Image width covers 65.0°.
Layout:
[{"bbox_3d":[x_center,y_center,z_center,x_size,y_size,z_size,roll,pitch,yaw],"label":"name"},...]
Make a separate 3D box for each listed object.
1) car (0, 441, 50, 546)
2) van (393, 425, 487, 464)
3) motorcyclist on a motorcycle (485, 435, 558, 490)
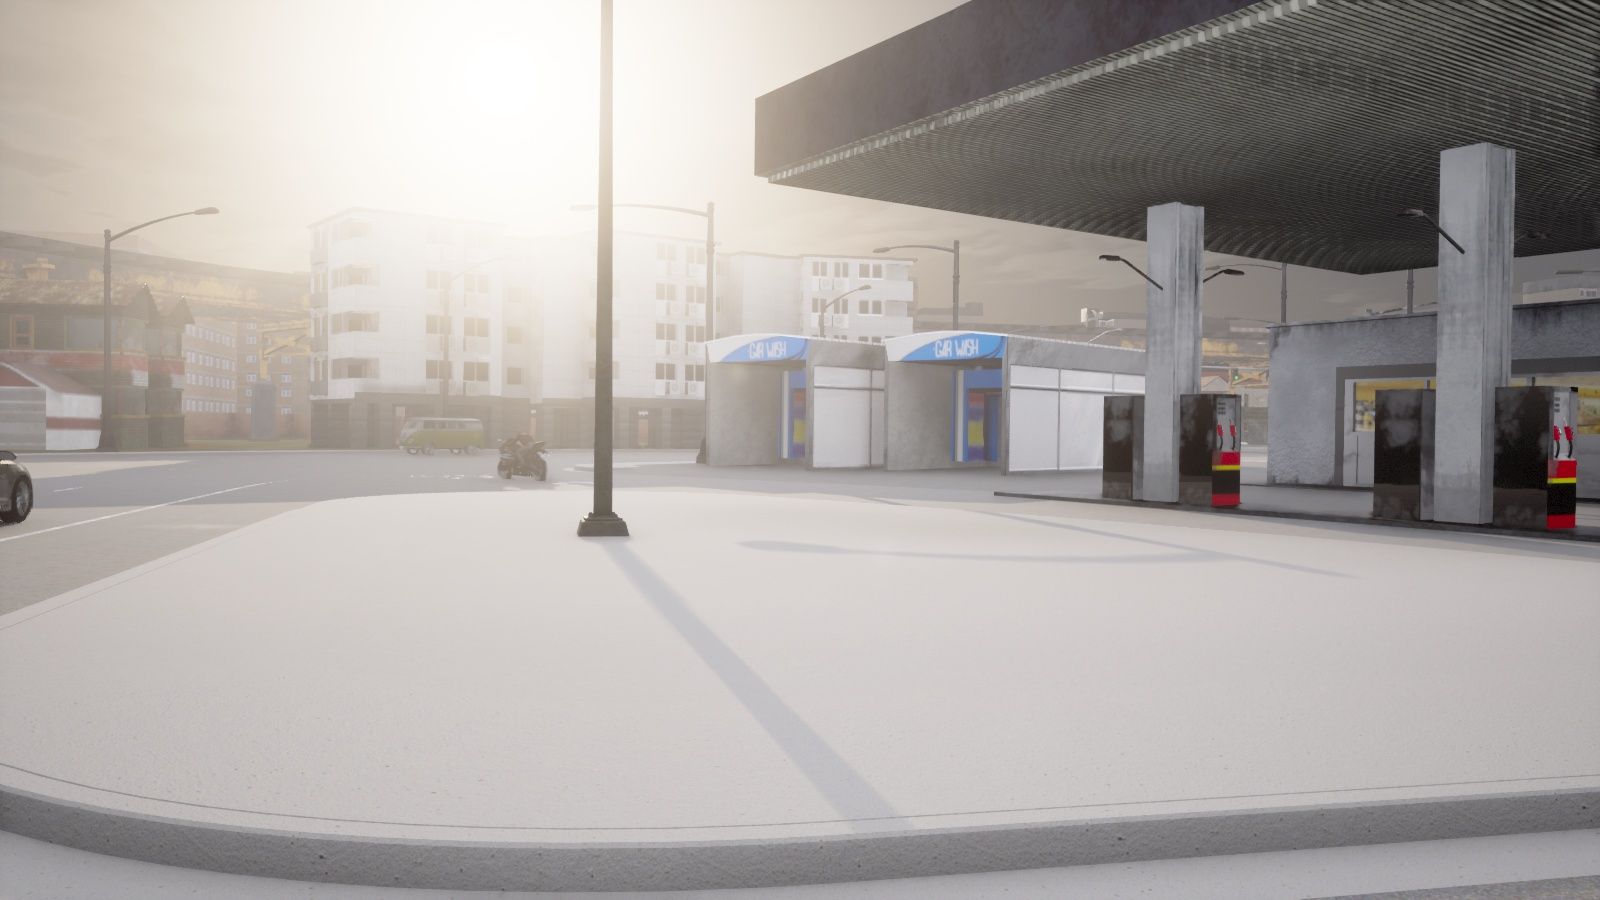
[{"bbox_3d":[-12.326,0.653,17.410,1.837,1.490,4.892,-1,1,-13],"label":"car"},{"bbox_3d":[-18.721,-0.311,65.448,1.775,1.987,4.442,0,1,42],"label":"van"},{"bbox_3d":[-7.990,0.334,36.011,2.191,1.530,0.866,0,1,40],"label":"motorcyclist on a motorcycle"}]
